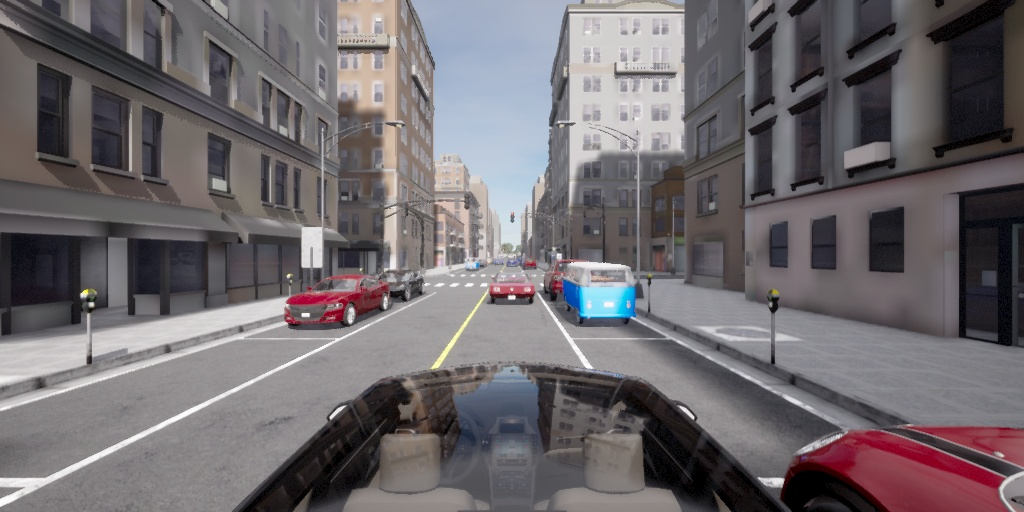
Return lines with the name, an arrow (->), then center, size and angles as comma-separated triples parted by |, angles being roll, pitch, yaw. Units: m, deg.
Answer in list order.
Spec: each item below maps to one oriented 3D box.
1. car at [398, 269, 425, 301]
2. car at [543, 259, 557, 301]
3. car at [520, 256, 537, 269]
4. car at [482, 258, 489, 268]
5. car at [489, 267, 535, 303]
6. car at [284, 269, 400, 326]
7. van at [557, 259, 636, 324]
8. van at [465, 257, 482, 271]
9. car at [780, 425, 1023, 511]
car -> -5.388, 1.312, 17.120 | 1.948, 1.339, 4.313 | 0, 0, 0
car -> 2.638, 1.061, 17.120 | 2.192, 1.841, 5.009 | 0, 0, 0
car -> 2.705, 1.052, 54.492 | 2.192, 1.841, 5.009 | 0, 0, 0
car -> -5.405, 1.302, 59.896 | 1.948, 1.339, 4.313 | 0, 0, 0
car -> 0.000, 1.364, 16.530 | 1.895, 1.301, 4.718 | 0, 0, 0
car -> -5.388, 1.292, 11.609 | 1.888, 1.381, 4.507 | 0, 0, 0
van -> 2.638, 1.088, 11.609 | 1.690, 1.789, 3.998 | 0, 0, 0
van -> -5.408, 1.080, 49.084 | 1.690, 1.789, 3.998 | 0, 0, 0
car -> 2.637, 1.187, 0.587 | 1.967, 1.591, 4.097 | 0, 0, 0
